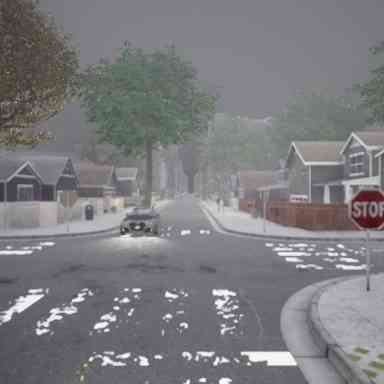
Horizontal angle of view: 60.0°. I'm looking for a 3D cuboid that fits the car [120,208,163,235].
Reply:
[{"bbox_3d":[-2.752,1.594,18.747,1.994,1.385,4.181,0,0,0],"label":"car"}]
